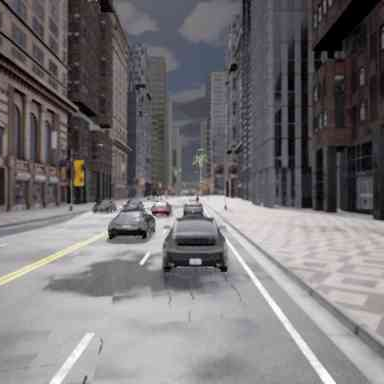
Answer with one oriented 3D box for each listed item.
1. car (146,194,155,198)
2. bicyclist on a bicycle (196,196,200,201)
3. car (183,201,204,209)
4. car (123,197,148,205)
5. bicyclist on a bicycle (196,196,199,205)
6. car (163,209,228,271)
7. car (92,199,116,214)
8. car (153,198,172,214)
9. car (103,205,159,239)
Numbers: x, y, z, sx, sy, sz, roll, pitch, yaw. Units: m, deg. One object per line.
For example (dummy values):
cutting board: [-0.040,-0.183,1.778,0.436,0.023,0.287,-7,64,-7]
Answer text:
car: [-9.643,1.330,77.846,1.837,1.490,4.892,0,0,0]
bicyclist on a bicycle: [0.967,1.534,53.964,0.659,1.776,1.843,0,0,0]
car: [0.141,1.596,32.541,2.128,1.511,4.902,0,0,0]
car: [-6.541,1.623,37.388,1.837,1.490,4.892,0,0,0]
bicyclist on a bicycle: [0.982,1.641,62.970,0.582,1.620,1.656,0,0,0]
car: [0.101,1.543,11.025,1.837,1.490,4.892,0,0,0]
car: [-9.791,1.623,37.397,1.837,1.490,4.892,0,0,0]
car: [-3.105,1.674,34.395,1.994,1.385,4.181,0,0,0]
car: [-3.130,1.622,17.881,1.994,1.385,4.181,0,0,0]
